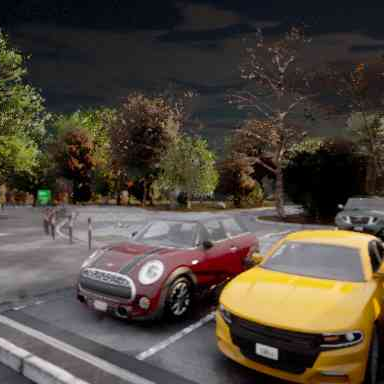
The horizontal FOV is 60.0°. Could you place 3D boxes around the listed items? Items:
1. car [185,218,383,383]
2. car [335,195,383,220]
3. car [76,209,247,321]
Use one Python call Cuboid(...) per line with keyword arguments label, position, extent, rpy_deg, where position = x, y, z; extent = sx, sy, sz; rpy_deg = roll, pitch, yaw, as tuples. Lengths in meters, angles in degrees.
Cuboid(label="car", position=(2.237, 1.438, 5.613), extent=(2.097, 1.535, 5.008), rpy_deg=(0, 0, 35))
Cuboid(label="car", position=(8.541, 1.182, 16.134), extent=(2.435, 2.045, 5.566), rpy_deg=(0, 0, 35))
Cuboid(label="car", position=(-0.235, 1.293, 7.374), extent=(2.185, 1.767, 4.553), rpy_deg=(0, 0, 35))
